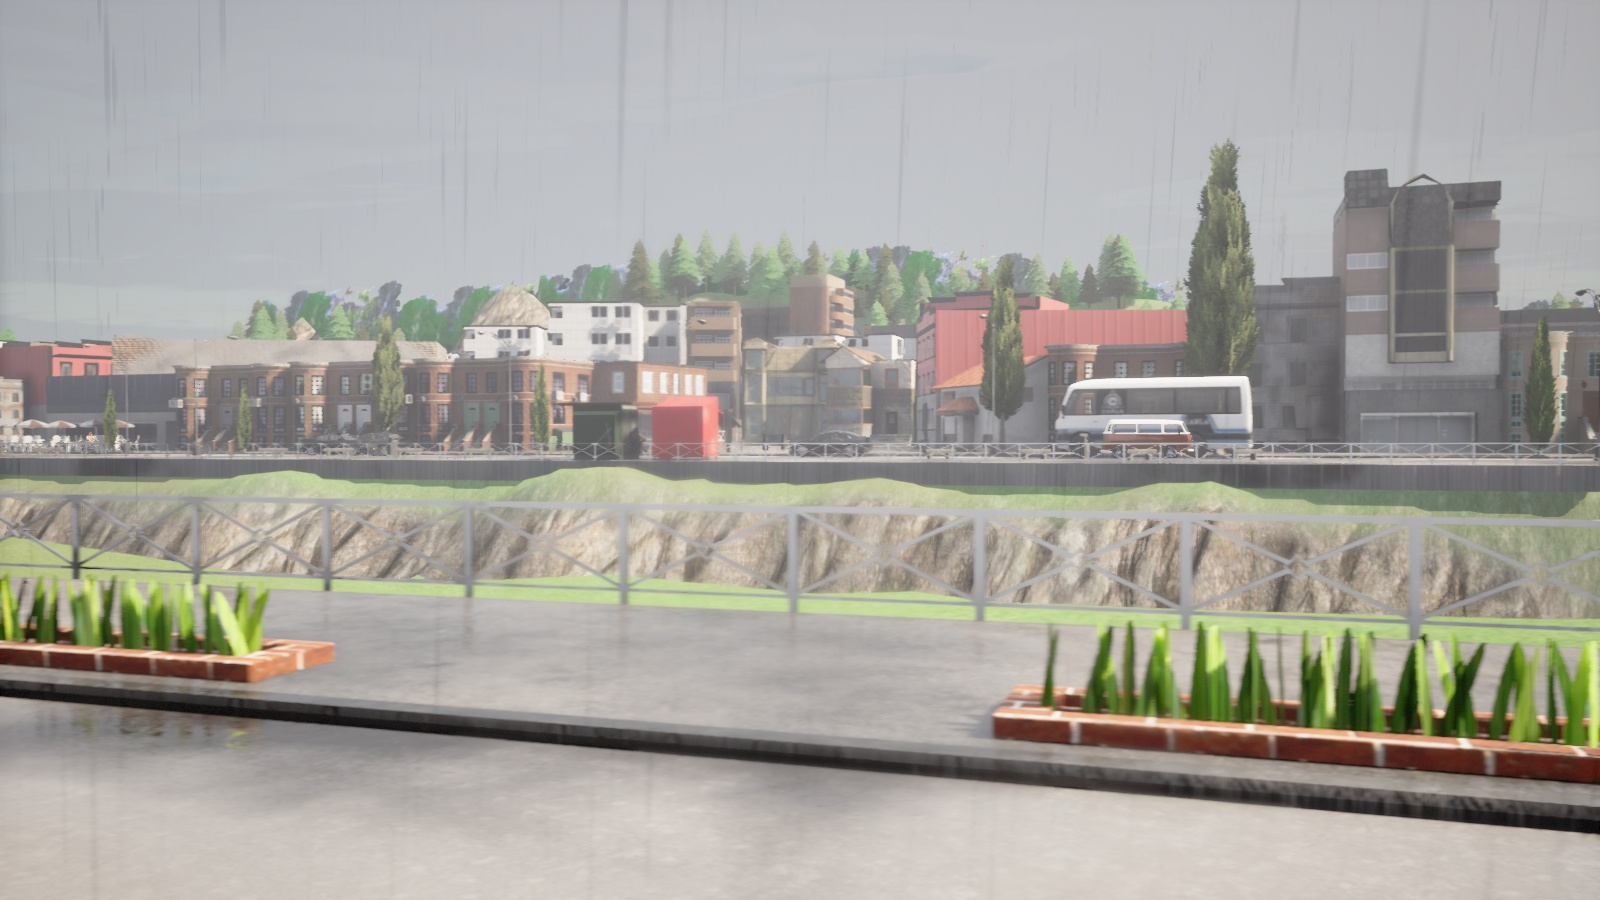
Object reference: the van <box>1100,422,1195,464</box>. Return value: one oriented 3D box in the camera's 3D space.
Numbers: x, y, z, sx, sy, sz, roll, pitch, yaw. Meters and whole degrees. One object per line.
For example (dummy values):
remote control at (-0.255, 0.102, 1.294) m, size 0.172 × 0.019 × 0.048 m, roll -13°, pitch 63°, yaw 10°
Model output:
van at (17.434, -0.393, 62.957) m, size 4.480 × 2.038 × 2.069 m, roll 1°, pitch 1°, yaw 19°

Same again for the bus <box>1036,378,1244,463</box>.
bus at (18.104, -1.552, 66.850) m, size 10.273 × 4.253 × 3.944 m, roll 1°, pitch 1°, yaw 21°

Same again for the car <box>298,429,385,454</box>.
car at (-28.652, -0.560, 78.450) m, size 5.008 × 1.535 × 1.882 m, roll 1°, pitch 1°, yaw 19°

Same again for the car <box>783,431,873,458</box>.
car at (1.605, -0.323, 72.500) m, size 4.892 × 1.490 × 1.837 m, roll 1°, pitch 1°, yaw 19°

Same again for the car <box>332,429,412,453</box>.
car at (-28.093, -0.595, 82.481) m, size 4.892 × 1.490 × 1.837 m, roll 1°, pitch 1°, yaw 19°
